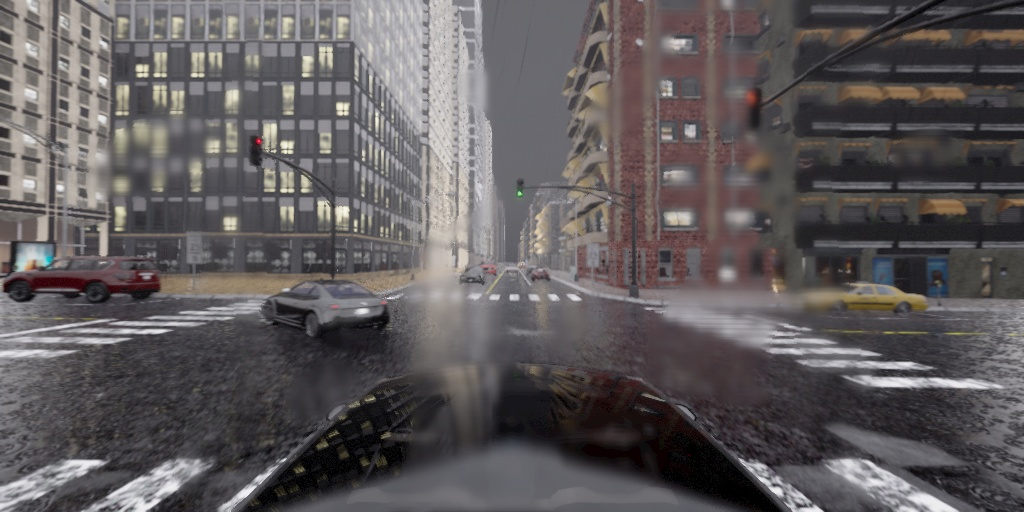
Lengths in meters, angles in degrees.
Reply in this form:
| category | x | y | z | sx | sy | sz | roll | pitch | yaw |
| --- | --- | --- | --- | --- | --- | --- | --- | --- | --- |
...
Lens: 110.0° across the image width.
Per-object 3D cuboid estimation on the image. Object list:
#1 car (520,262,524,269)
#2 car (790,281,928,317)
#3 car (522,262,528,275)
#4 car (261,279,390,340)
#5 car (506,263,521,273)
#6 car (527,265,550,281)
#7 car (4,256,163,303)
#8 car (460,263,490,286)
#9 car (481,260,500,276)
| category | x | y | z | sx | sy | sz | roll | pitch | yaw |
| --- | --- | --- | --- | --- | --- | --- | --- | --- | --- |
| car | 2.693 | 1.944 | 53.524 | 2.007 | 1.370 | 4.403 | 0 | 0 | 0 |
| car | 14.631 | 1.749 | 15.261 | 4.829 | 1.417 | 1.751 | 0 | 0 | 0 |
| car | 2.692 | 1.873 | 47.877 | 2.007 | 1.370 | 4.403 | 0 | 0 | 0 |
| car | -5.341 | 1.344 | 10.209 | 4.181 | 1.385 | 1.994 | 0 | -1 | 37 |
| car | 0.003 | 2.041 | 57.180 | 1.895 | 1.301 | 4.718 | 0 | -1 | 0 |
| car | 2.742 | 1.741 | 34.961 | 1.802 | 1.307 | 4.207 | 0 | 0 | 0 |
| car | -17.710 | 0.936 | 14.987 | 5.009 | 1.841 | 2.192 | 0 | 0 | 0 |
| car | -3.096 | 1.596 | 29.528 | 1.837 | 1.490 | 4.892 | 0 | -1 | 0 |
| car | -3.084 | 1.519 | 46.093 | 2.150 | 2.045 | 5.566 | 0 | 0 | 0 |
